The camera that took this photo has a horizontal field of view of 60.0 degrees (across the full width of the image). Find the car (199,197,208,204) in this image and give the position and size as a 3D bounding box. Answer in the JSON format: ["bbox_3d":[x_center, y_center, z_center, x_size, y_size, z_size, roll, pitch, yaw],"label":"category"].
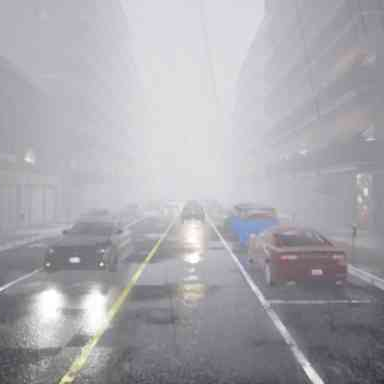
[{"bbox_3d":[2.613,1.932,75.639,2.008,1.369,4.403,-1,0,0],"label":"car"}]

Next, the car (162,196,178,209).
[{"bbox_3d":[-3.109,1.779,50.846,1.812,1.442,4.674,0,0,0],"label":"car"}]

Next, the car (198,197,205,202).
[{"bbox_3d":[2.597,2.023,92.209,2.008,1.369,4.403,-1,0,0],"label":"car"}]

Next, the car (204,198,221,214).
[{"bbox_3d":[2.648,1.706,37.145,1.752,1.417,4.829,-1,0,0],"label":"car"}]

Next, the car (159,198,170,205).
[{"bbox_3d":[-5.763,1.901,70.121,1.887,1.381,4.507,-1,0,0],"label":"car"}]

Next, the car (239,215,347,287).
[{"bbox_3d":[2.674,1.589,9.359,1.887,1.381,4.507,-1,0,0],"label":"car"}]

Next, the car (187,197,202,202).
[{"bbox_3d":[0.059,1.722,43.676,1.837,1.490,4.892,0,0,0],"label":"car"}]

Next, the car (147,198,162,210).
[{"bbox_3d":[-5.743,1.764,47.858,1.752,1.417,4.829,-1,0,0],"label":"car"}]

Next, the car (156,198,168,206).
[{"bbox_3d":[-5.758,1.893,64.597,1.947,1.339,4.313,-1,0,0],"label":"car"}]

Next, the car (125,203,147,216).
[{"bbox_3d":[-5.727,1.737,31.457,1.802,1.307,4.206,-1,0,0],"label":"car"}]

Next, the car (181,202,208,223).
[{"bbox_3d":[0.075,1.731,26.921,1.895,1.301,4.718,0,0,0],"label":"car"}]

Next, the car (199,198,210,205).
[{"bbox_3d":[2.618,1.903,70.115,2.008,1.369,4.403,-1,0,0],"label":"car"}]

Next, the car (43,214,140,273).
[{"bbox_3d":[-3.099,1.618,10.787,1.994,1.385,4.181,0,0,0],"label":"car"}]

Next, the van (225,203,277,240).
[{"bbox_3d":[2.667,1.412,14.883,1.690,1.788,3.998,-1,0,0],"label":"van"}]

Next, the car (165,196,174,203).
[{"bbox_3d":[-5.780,1.886,86.692,1.967,1.590,4.097,-1,0,0],"label":"car"}]

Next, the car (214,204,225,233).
[{"bbox_3d":[2.664,1.663,20.406,1.947,1.339,4.313,-1,0,0],"label":"car"}]

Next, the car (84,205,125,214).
[{"bbox_3d":[-5.717,1.646,20.411,1.887,1.381,4.507,0,0,0],"label":"car"}]

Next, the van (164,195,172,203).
[{"bbox_3d":[-5.775,1.757,81.169,1.690,1.788,3.998,-1,0,0],"label":"van"}]

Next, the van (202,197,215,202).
[{"bbox_3d":[2.636,1.577,48.024,1.690,1.788,3.998,-1,0,0],"label":"van"}]

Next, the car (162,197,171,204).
[{"bbox_3d":[-5.768,1.930,75.645,1.887,1.381,4.507,-1,0,0],"label":"car"}]
